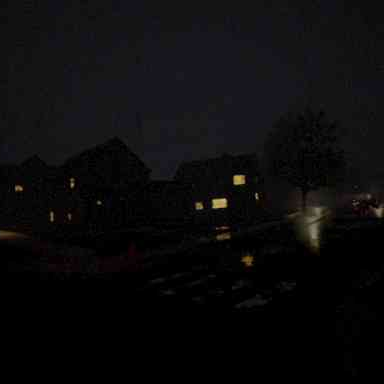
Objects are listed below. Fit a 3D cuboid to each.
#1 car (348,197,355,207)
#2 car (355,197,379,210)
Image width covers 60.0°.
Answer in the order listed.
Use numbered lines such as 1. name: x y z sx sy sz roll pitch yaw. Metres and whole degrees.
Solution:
1. car: 25.926 1.480 52.609 2.128 1.511 4.902 -5 -2 18
2. car: 22.434 1.516 42.402 1.895 1.301 4.718 -5 -2 21
